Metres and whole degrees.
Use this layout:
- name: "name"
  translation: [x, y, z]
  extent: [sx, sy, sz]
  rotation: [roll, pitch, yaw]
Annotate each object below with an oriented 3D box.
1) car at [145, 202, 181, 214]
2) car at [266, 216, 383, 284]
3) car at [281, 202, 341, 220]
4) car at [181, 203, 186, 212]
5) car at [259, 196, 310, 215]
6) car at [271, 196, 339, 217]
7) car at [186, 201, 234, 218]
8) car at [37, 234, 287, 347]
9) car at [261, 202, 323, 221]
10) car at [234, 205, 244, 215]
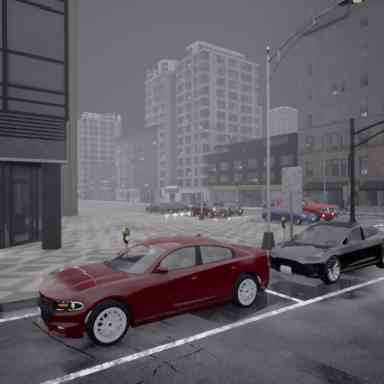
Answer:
- name: "car"
  translation: [-4.141, 2.041, 43.101]
  extent: [2.033, 1.411, 5.357]
  rotation: [0, 0, -36]
- name: "car"
  translation: [4.121, 1.564, 9.591]
  extent: [4.313, 1.339, 1.947]
  rotation: [0, 0, -35]
- name: "car"
  translation: [11.525, 1.787, 32.564]
  extent: [2.033, 1.411, 5.357]
  rotation: [0, 0, -35]
- name: "car"
  translation: [-2.371, 2.042, 46.237]
  extent: [2.033, 1.411, 5.357]
  rotation: [0, 0, -36]
- name: "car"
  translation: [10.782, 1.521, 39.216]
  extent: [2.150, 2.045, 5.566]
  rotation: [0, 0, -35]
- name: "car"
  translation: [9.760, 1.455, 29.083]
  extent: [2.150, 2.045, 5.566]
  rotation: [0, -1, -35]
- name: "car"
  translation: [1.779, 1.721, 34.744]
  extent: [2.097, 1.767, 4.553]
  rotation: [0, 0, -35]
- name: "car"
  translation: [-0.475, 1.544, 6.314]
  extent: [4.507, 1.381, 1.887]
  rotation: [0, 0, -35]
- name: "car"
  translation: [7.617, 1.765, 26.488]
  extent: [1.812, 1.442, 4.674]
  rotation: [0, -1, -35]
- name: "car"
  translation: [3.755, 1.871, 37.570]
  extent: [1.837, 1.490, 4.892]
  rotation: [0, -1, -35]
